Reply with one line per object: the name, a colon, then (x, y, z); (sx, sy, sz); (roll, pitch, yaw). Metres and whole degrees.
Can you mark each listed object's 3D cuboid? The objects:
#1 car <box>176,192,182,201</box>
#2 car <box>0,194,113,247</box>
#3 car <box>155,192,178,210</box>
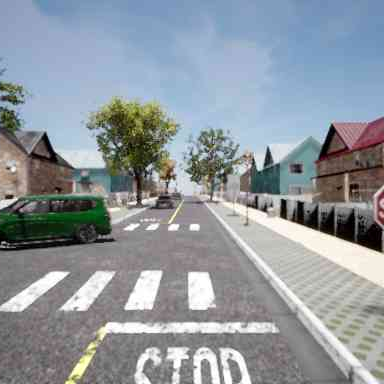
car: (-2.891, 0.819, 62.146); (1.837, 1.490, 4.892); (0, 1, 0)
car: (-5.872, 1.117, 12.836); (5.566, 2.045, 2.150); (1, 2, -35)
car: (-2.830, 1.090, 35.468); (1.837, 1.490, 4.892); (0, 1, 0)
